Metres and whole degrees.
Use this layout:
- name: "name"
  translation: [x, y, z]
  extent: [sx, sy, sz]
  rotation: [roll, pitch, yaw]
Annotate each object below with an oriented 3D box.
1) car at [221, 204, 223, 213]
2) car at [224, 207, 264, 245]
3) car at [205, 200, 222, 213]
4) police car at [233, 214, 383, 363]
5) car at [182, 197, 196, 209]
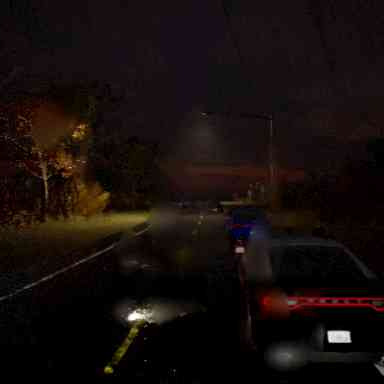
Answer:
- name: "car"
  translation: [3.143, 1.710, 22.273]
  extent: [1.812, 1.442, 4.674]
  rotation: [-1, -1, 4]
- name: "car"
  translation: [2.735, 1.606, 16.253]
  extent: [1.882, 1.535, 5.008]
  rotation: [-1, -1, 4]
- name: "car"
  translation: [2.989, 1.931, 43.531]
  extent: [1.837, 1.490, 4.892]
  rotation: [-1, 0, 1]
- name: "police car"
  translation: [1.904, 1.459, 6.344]
  extent: [1.930, 1.638, 5.238]
  rotation: [-1, -1, 5]
- name: "car"
  translation: [-0.510, 1.867, 57.107]
  extent: [2.150, 2.045, 5.566]
  rotation: [-1, -1, 0]
